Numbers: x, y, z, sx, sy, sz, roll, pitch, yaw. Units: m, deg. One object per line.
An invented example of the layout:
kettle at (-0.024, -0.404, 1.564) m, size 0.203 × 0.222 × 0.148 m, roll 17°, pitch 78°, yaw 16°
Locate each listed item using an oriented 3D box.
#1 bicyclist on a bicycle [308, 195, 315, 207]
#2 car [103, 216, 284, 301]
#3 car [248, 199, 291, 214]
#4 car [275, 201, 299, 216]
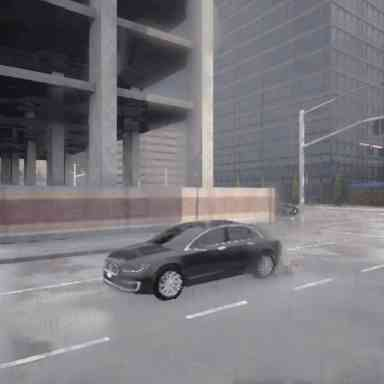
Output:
bicyclist on a bicycle at (16.586, 1.301, 46.203) m, size 1.656 × 1.620 × 0.582 m, roll 0°, pitch 0°, yaw -36°
car at (0.230, 1.505, 8.452) m, size 4.892 × 1.490 × 1.837 m, roll 0°, pitch 0°, yaw -35°
car at (8.517, 1.526, 36.916) m, size 1.812 × 1.442 × 4.674 m, roll 0°, pitch 0°, yaw -36°
car at (8.109, 1.564, 31.516) m, size 1.994 × 1.385 × 4.181 m, roll 0°, pitch 0°, yaw -36°
